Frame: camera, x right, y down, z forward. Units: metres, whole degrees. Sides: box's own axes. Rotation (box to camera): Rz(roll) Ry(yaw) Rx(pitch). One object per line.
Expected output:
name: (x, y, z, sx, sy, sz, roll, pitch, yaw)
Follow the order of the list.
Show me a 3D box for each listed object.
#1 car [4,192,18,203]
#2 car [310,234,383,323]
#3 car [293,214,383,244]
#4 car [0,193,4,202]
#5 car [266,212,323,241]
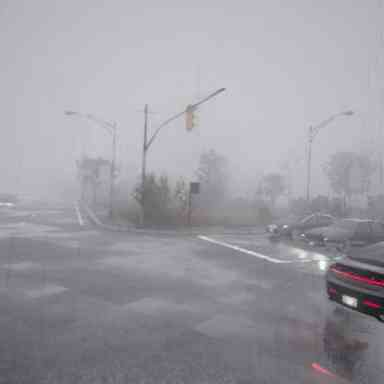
car: (-25.056, 0.754, 45.303, 1.994, 1.385, 4.181, 3, 0, -19)
car: (5.026, 1.786, 6.869, 4.892, 1.490, 1.837, 3, 0, -23)
car: (7.749, 1.991, 15.769, 5.357, 1.411, 2.033, 3, 0, -23)
car: (-20.633, 0.730, 33.029, 2.097, 1.767, 4.553, 3, 0, -20)
car: (6.568, 1.911, 19.070, 4.902, 1.511, 2.128, 3, 0, -23)
